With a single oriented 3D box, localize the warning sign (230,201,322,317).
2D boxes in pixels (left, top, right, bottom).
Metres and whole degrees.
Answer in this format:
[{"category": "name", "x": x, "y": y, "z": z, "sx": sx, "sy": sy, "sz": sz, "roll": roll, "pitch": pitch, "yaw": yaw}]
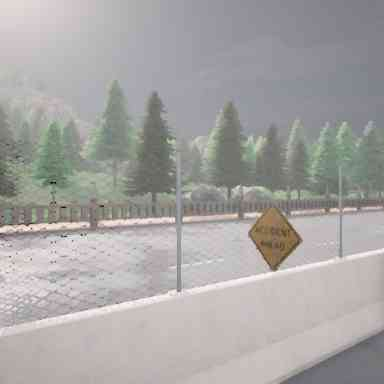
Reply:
[{"category": "warning sign", "x": 1.550, "y": 1.114, "z": 6.265, "sx": 1.060, "sy": 1.860, "sz": 1.300, "roll": 0, "pitch": 0, "yaw": -35}]
